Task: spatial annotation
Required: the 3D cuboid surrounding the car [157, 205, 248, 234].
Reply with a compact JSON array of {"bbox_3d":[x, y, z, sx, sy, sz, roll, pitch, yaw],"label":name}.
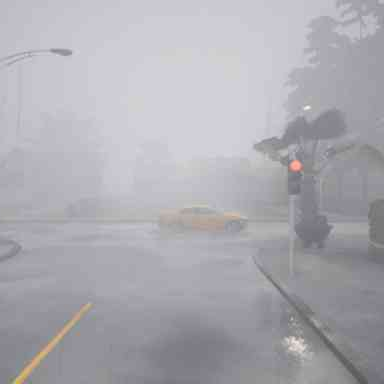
[{"bbox_3d":[0.583,1.475,18.565,5.008,1.535,1.882,0,0,0],"label":"car"}]
